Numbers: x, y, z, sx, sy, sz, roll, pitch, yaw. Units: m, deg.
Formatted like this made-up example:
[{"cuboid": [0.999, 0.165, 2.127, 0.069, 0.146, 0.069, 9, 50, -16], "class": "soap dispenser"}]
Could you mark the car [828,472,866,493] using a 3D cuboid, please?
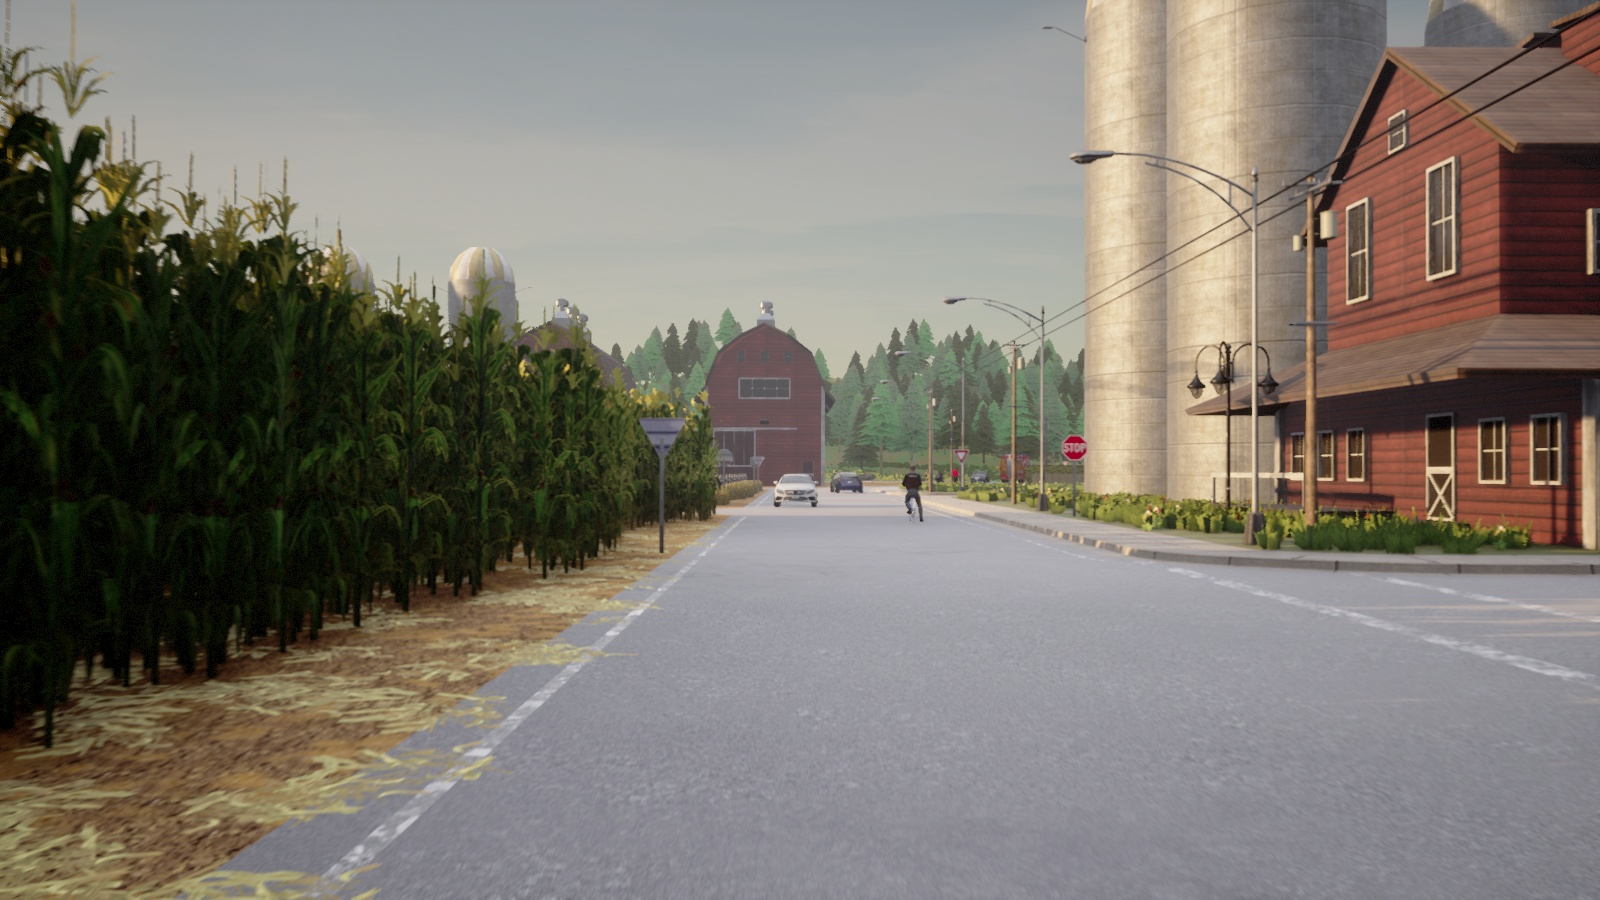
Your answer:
[{"cuboid": [3.339, 2.317, 90.544, 2.163, 1.488, 4.792, 0, -1, -5], "class": "car"}]

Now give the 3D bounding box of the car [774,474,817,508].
[{"cuboid": [-0.164, 1.772, 55.588, 1.812, 1.442, 4.674, 0, -1, 1], "class": "car"}]
